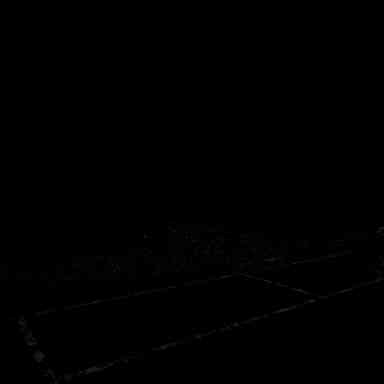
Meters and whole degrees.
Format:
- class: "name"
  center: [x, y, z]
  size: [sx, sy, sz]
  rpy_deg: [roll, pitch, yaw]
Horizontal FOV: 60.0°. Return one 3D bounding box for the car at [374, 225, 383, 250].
- class: "car"
  center: [8.882, 1.438, 12.969]
  size: [4.097, 1.590, 1.967]
  rpy_deg: [0, -1, -35]
